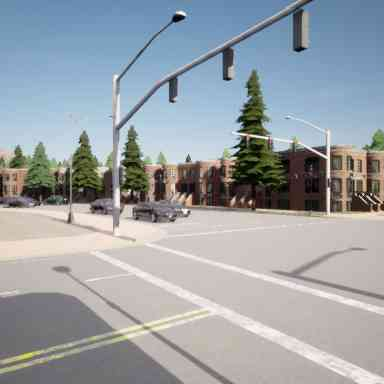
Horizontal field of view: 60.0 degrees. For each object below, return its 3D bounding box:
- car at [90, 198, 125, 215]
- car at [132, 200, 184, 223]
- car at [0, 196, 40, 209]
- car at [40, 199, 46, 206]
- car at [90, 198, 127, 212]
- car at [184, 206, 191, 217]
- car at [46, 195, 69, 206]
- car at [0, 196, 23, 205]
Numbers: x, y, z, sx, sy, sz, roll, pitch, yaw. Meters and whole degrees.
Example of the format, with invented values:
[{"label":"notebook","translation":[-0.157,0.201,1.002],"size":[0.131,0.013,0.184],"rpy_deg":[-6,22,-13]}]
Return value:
[{"label":"car","translation":[-8.645,1.490,33.414],"size":[2.128,1.511,4.902],"rpy_deg":[0,0,-39]},{"label":"car","translation":[-3.000,1.505,26.015],"size":[1.837,1.490,4.892],"rpy_deg":[0,0,-36]},{"label":"car","translation":[-23.391,1.525,45.246],"size":[4.674,1.442,1.812],"rpy_deg":[0,0,25]},{"label":"car","translation":[-24.589,1.564,49.598],"size":[4.181,1.385,1.994],"rpy_deg":[0,0,22]},{"label":"car","translation":[-10.137,1.478,40.272],"size":[5.008,1.535,1.882],"rpy_deg":[0,0,43]},{"label":"car","translation":[-2.045,1.491,30.563],"size":[2.128,1.511,4.902],"rpy_deg":[0,0,-37]},{"label":"car","translation":[-23.239,1.352,56.492],"size":[4.553,1.767,2.097],"rpy_deg":[0,0,21]},{"label":"car","translation":[-32.922,1.492,58.961],"size":[4.902,1.511,2.128],"rpy_deg":[0,0,9]}]
